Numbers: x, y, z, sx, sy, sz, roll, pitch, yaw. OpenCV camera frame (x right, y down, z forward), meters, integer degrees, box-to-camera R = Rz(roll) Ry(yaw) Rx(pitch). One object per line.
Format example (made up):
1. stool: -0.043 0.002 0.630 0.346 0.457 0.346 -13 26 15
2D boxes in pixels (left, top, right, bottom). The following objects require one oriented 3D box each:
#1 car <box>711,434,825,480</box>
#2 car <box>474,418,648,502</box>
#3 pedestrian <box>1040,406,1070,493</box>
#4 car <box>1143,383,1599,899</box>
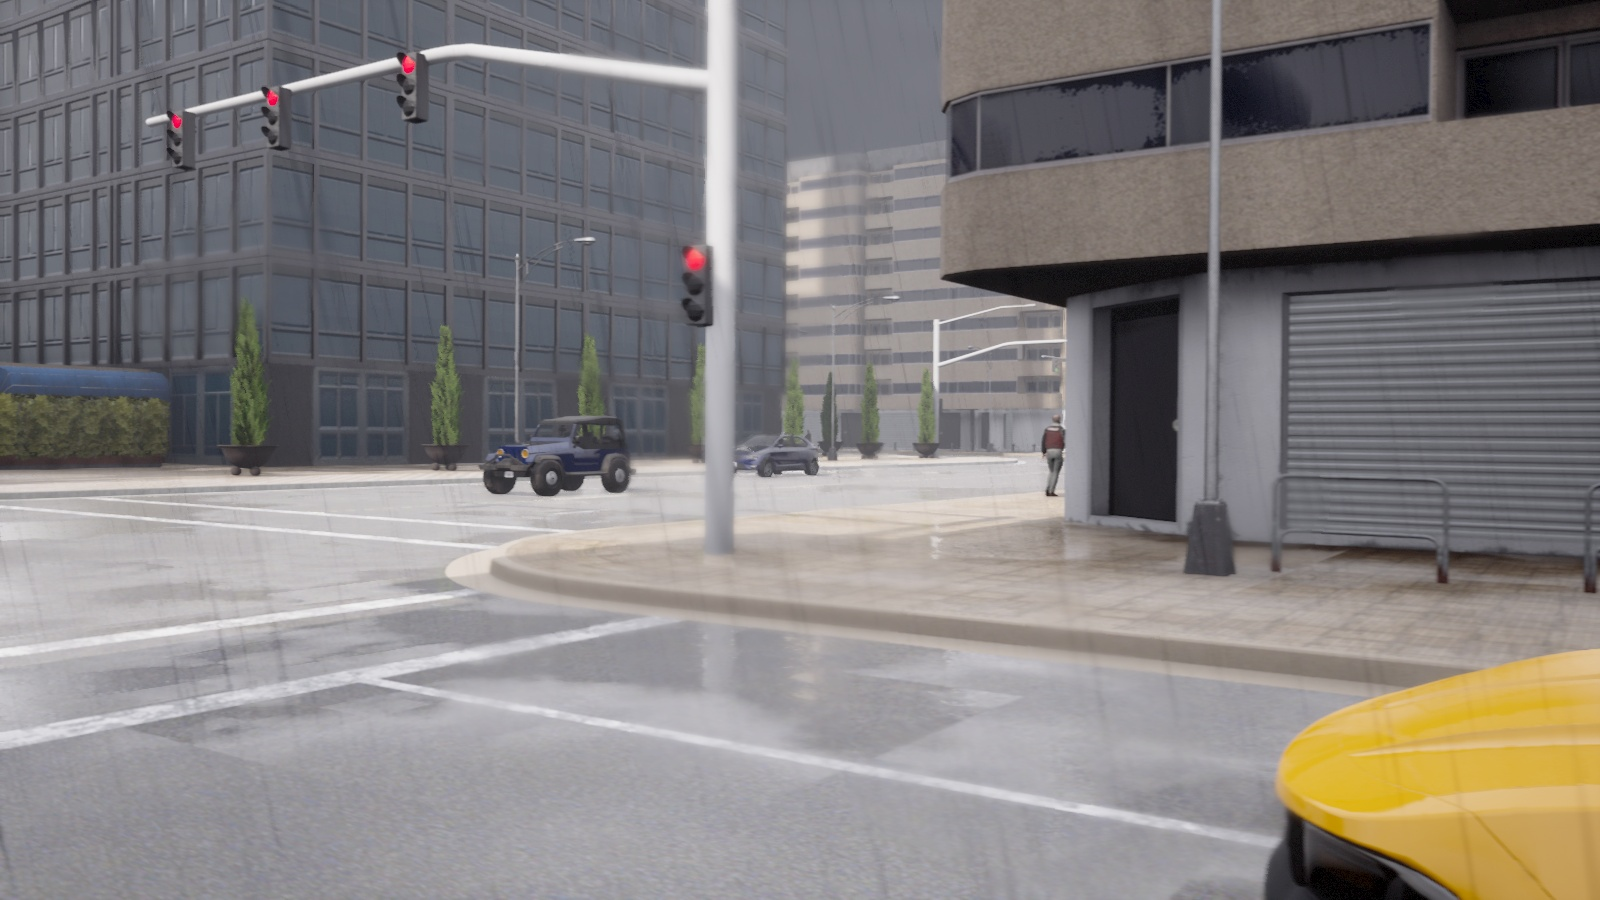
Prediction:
1. car: -1.036 0.203 43.226 1.816 1.474 4.193 0 1 34
2. car: -5.672 0.200 30.167 1.905 1.878 3.866 0 1 34
3. pedestrian: 5.498 -0.014 27.090 0.376 1.854 0.720 0 1 35
4. car: 3.187 0.656 1.505 5.008 1.535 1.882 0 1 34
